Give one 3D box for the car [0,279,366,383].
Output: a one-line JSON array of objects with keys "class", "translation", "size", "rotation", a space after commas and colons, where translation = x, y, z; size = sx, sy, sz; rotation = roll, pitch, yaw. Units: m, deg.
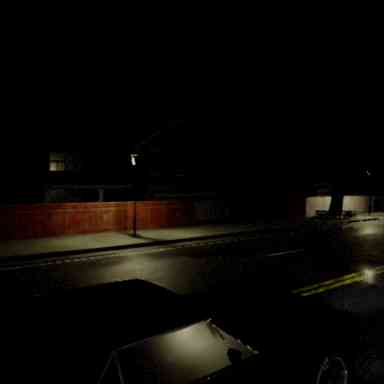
[{"class": "car", "translation": [-0.355, 1.590, 3.186], "size": [4.718, 1.301, 1.895], "rotation": [-1, 0, -36]}]
